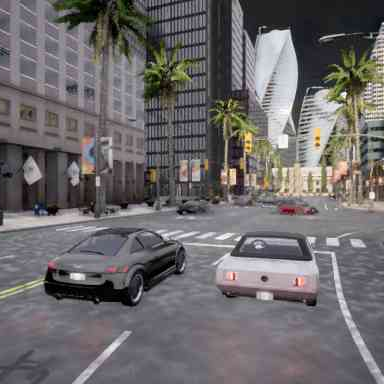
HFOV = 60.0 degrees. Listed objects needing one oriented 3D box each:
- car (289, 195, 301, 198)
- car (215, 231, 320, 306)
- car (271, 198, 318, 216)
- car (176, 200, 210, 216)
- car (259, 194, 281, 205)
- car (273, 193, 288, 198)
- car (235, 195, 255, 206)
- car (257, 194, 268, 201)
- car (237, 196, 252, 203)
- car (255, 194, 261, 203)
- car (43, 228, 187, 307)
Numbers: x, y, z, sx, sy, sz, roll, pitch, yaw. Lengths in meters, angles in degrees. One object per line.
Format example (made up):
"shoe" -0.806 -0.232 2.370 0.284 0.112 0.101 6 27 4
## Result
"car" 21.368 1.543 67.405 2.033 1.411 5.357 0 0 22
"car" 2.033 1.601 8.148 1.895 1.301 4.718 0 0 19
"car" 10.279 1.564 32.831 1.994 1.385 4.181 0 0 -31
"car" 0.234 1.548 33.326 2.033 1.411 5.357 0 0 22
"car" 13.358 1.547 56.990 2.033 1.411 5.357 0 0 22
"car" 18.362 1.478 69.455 1.882 1.535 5.008 0 0 22
"car" 8.370 1.352 53.915 2.097 1.767 4.553 0 0 22
"car" 19.033 1.354 89.184 2.185 1.767 4.553 0 0 21
"car" 10.916 1.513 68.810 2.161 1.482 4.786 0 0 21
"car" 13.745 1.558 67.301 1.994 1.385 4.181 0 0 22
"car" -1.576 1.564 8.195 1.994 1.385 4.181 0 0 17
